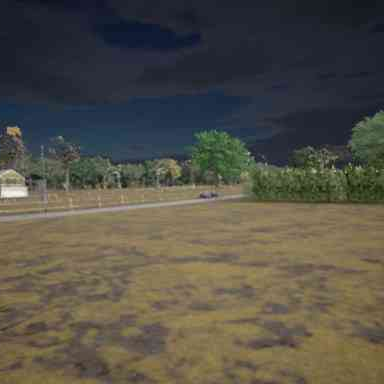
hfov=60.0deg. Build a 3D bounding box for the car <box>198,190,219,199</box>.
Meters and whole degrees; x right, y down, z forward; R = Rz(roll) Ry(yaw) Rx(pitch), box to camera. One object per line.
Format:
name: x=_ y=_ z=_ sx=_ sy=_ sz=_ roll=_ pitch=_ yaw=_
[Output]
car: x=2.801 y=0.453 z=55.354 sx=1.994 sy=1.385 sz=4.181 roll=-3 pitch=1 yaw=36
